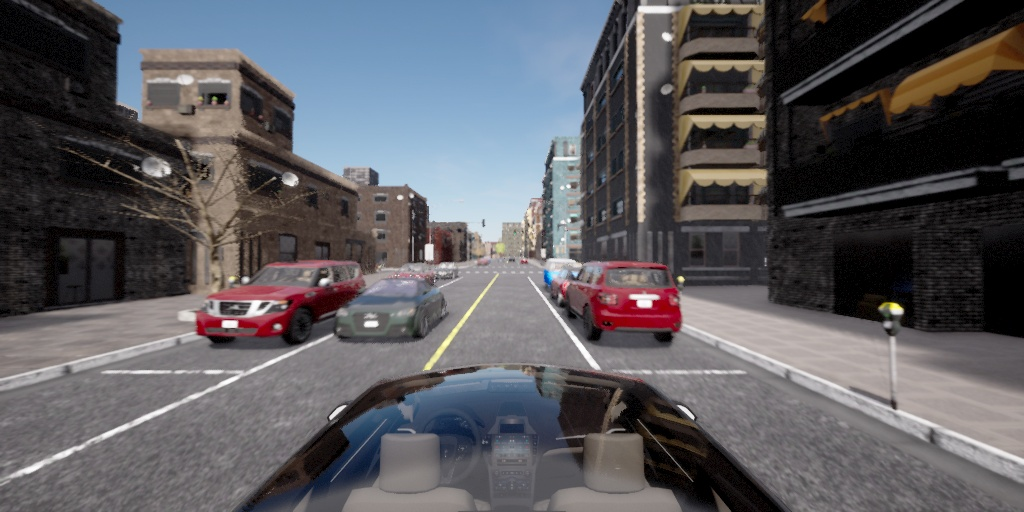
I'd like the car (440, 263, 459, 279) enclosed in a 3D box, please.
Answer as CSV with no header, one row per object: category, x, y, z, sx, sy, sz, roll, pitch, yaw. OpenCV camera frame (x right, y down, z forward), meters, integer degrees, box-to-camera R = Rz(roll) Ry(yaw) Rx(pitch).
car,-5.688,1.248,31.364,2.007,1.370,4.403,0,0,0

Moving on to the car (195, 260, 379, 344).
car,-5.688,1.050,9.735,2.192,1.841,5.009,0,0,0

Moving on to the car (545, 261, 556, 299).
car,2.693,1.167,15.134,1.967,1.591,4.097,0,0,0

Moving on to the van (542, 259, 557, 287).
van,2.693,1.059,20.542,1.690,1.789,3.998,0,0,0

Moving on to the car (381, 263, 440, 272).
car,-5.688,1.157,20.550,1.967,1.591,4.097,0,0,0

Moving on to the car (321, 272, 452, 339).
car,-3.098,1.299,9.872,1.994,1.385,4.181,0,0,0

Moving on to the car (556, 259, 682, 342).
car,2.692,1.051,9.727,2.192,1.841,5.009,0,0,0
